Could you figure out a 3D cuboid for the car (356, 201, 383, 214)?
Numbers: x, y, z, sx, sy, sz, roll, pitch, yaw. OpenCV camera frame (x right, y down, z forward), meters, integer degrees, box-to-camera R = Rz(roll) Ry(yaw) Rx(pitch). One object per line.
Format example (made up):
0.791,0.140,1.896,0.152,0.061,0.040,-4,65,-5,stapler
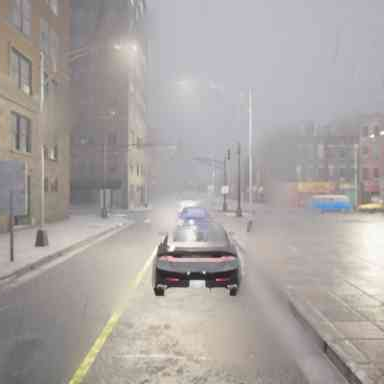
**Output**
19.213,1.439,33.580,4.829,1.417,1.752,0,0,0,car

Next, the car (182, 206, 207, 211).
0.124,1.484,17.810,1.812,1.442,4.674,0,0,1,car

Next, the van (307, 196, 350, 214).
13.771,1.259,33.594,3.998,1.788,1.690,0,0,0,van

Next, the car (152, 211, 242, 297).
0.106,1.471,8.544,2.128,1.511,4.902,0,0,0,car
